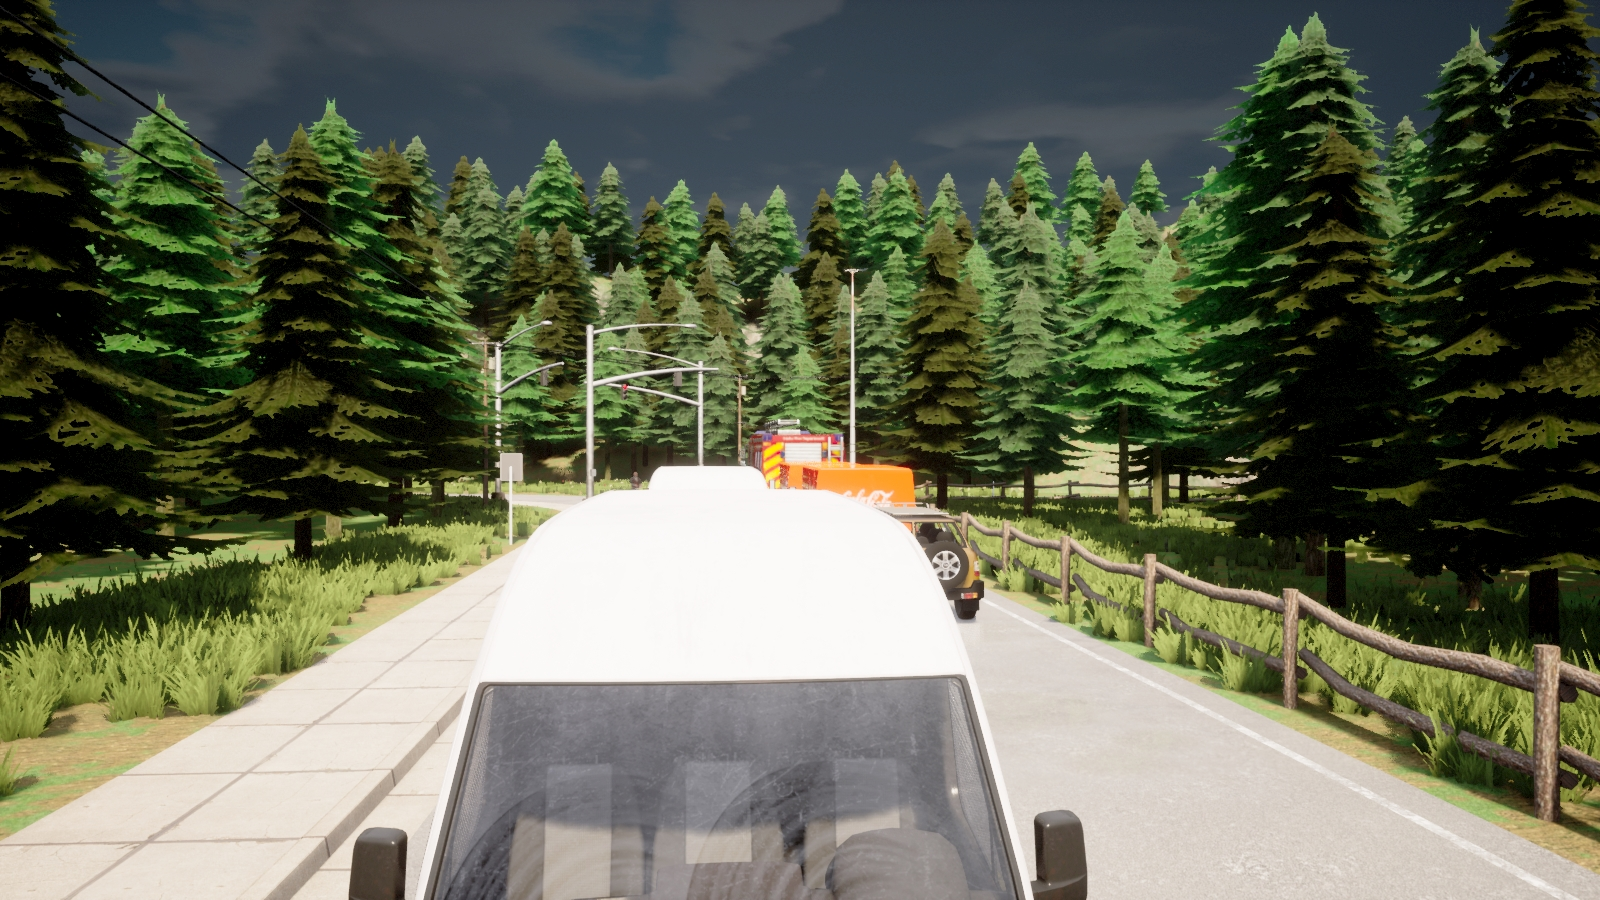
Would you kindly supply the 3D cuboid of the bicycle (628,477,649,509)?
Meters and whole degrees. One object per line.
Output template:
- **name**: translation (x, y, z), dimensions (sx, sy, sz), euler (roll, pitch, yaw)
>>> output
- **bicycle**: translation (-7.699, 2.036, 54.308), dimensions (0.329, 1.471, 1.835), euler (0, 0, -30)

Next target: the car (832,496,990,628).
- **car**: translation (1.806, 1.837, 20.136), dimensions (1.932, 1.855, 4.605), euler (0, 0, -5)

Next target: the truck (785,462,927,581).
- **truck**: translation (1.157, 1.541, 26.866), dimensions (2.627, 2.467, 5.204), euler (0, 0, -5)

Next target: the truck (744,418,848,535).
- **truck**: translation (-0.330, 0.864, 41.732), dimensions (2.891, 3.827, 8.468), euler (0, 0, -6)

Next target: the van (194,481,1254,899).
- **van**: translation (-0.340, 1.499, 5.097), dimensions (1.988, 2.561, 5.915), euler (0, 0, -5)
